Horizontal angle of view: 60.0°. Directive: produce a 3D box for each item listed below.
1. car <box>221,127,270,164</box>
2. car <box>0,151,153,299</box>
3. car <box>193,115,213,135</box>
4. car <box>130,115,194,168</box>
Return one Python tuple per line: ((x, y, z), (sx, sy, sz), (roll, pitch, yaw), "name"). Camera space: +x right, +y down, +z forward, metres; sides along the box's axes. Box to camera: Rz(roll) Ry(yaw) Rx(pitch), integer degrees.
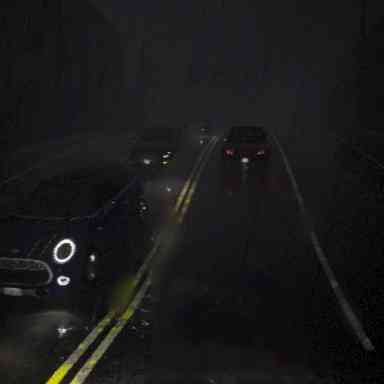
((2.391, -2.228, 14.719), (1.895, 1.301, 4.718), (1, 20, 9), "car")
((-2.587, 0.423, 7.390), (2.097, 1.767, 4.553), (1, 17, 9), "car")
((0.383, -4.925, 24.368), (1.994, 1.385, 4.181), (2, 12, 10), "car")
((-1.341, -2.197, 14.697), (1.837, 1.490, 4.892), (1, 20, 9), "car")
